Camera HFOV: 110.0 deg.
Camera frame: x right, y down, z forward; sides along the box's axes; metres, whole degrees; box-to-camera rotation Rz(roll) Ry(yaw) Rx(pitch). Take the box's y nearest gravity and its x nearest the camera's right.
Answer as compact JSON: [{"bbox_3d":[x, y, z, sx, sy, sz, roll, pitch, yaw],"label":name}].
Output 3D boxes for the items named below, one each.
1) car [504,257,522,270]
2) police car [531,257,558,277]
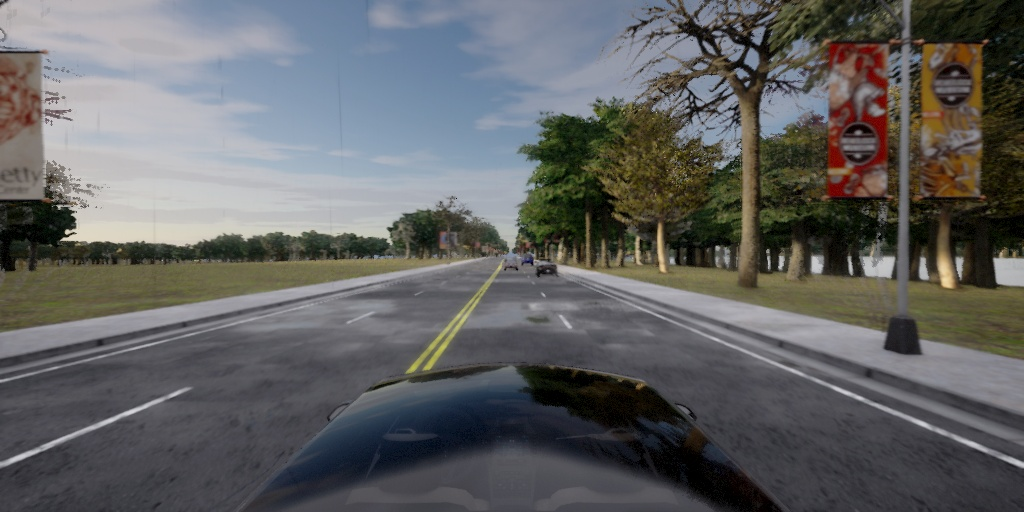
[{"bbox_3d":[-0.137,1.151,48.302,2.033,1.411,5.357,0,0,-1],"label":"car"},{"bbox_3d":[3.165,1.092,33.811,1.930,1.638,5.238,0,0,0],"label":"police car"}]
